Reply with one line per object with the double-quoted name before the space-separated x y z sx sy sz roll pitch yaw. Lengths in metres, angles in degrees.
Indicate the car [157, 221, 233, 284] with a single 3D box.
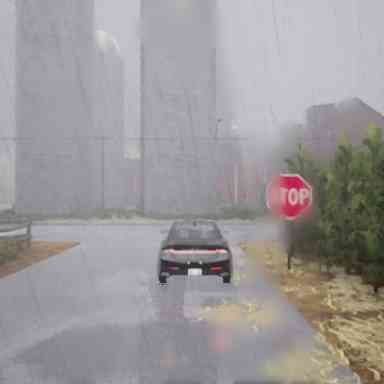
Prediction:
"car" 0.081 1.594 9.840 2.128 1.511 4.902 0 -1 0
